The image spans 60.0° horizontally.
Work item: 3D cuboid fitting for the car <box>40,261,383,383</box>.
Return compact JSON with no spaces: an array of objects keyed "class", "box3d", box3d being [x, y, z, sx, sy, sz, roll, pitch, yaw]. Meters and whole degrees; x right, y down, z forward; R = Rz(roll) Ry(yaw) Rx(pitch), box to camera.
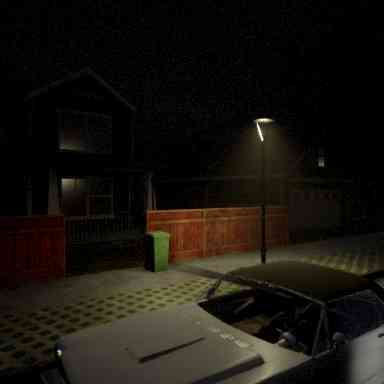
[{"class":"car","box3d":[0.938,1.600,3.742,4.718,1.301,1.895,0,0,-36]}]
